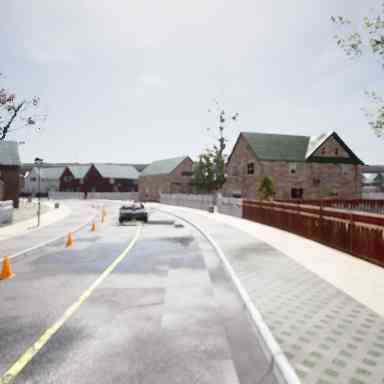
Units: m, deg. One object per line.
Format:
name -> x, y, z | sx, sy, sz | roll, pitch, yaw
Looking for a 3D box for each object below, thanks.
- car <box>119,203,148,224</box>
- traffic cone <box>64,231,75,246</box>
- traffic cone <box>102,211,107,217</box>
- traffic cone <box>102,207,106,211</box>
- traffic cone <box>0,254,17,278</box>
car -> -4.047, 1.432, 23.000 | 1.895, 1.301, 4.718 | 0, 0, -11
traffic cone -> -4.945, 1.858, 13.467 | 0.340, 0.580, 0.340 | 0, 0, -4
traffic cone -> -6.181, 1.783, 23.060 | 0.340, 0.580, 0.340 | 0, 0, -11
traffic cone -> -7.260, 1.744, 27.777 | 0.340, 0.580, 0.340 | 0, 0, -15
traffic cone -> -4.777, 1.895, 8.576 | 0.340, 0.580, 0.340 | 0, 0, -1
